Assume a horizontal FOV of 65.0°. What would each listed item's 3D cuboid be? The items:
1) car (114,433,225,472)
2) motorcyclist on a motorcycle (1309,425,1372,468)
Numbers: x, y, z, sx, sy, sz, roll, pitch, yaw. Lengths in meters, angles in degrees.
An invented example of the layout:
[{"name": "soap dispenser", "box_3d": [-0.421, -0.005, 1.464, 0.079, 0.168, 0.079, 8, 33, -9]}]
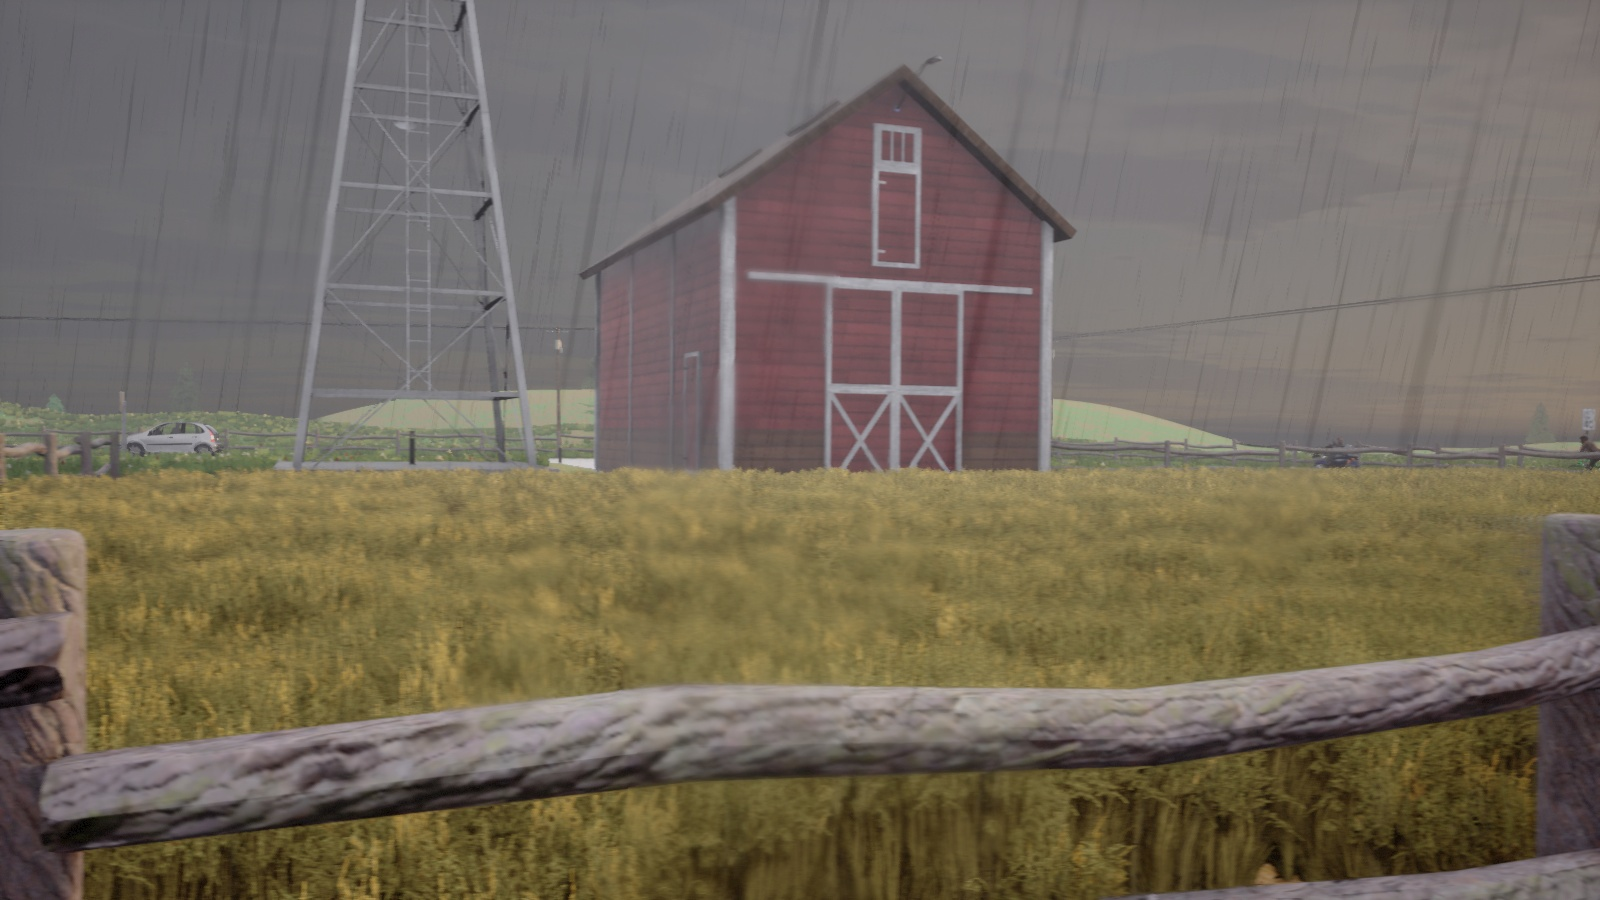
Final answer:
[{"name": "car", "box_3d": [-27.409, 0.102, 54.703, 3.988, 1.617, 1.851, -1, 1, -15]}, {"name": "motorcyclist on a motorcycle", "box_3d": [19.842, -0.133, 46.169, 0.866, 1.530, 2.191, -1, 1, -20]}]
